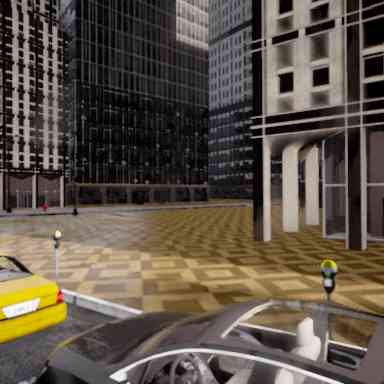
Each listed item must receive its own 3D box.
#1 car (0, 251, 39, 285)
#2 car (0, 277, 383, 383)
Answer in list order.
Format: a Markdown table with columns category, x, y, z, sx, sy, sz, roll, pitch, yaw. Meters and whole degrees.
| category | x | y | z | sx | sy | sz | roll | pitch | yaw |
| --- | --- | --- | --- | --- | --- | --- | --- | --- | --- |
| car | -4.195 | 1.560 | 5.866 | 4.829 | 1.417 | 1.752 | 0 | 0 | 35 |
| car | 0.562 | 1.555 | 2.476 | 4.403 | 1.369 | 2.008 | 0 | 0 | 35 |
